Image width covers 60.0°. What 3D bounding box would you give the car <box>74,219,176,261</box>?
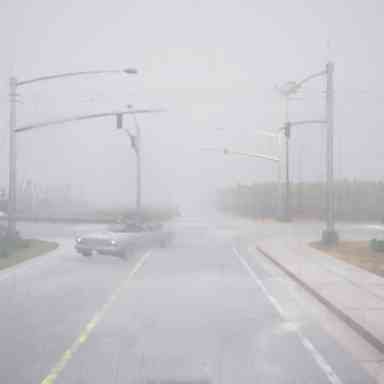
[{"bbox_3d":[-2.431,1.776,13.284,1.895,1.301,4.718,0,-1,23],"label":"car"}]

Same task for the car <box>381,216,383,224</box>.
[{"bbox_3d":[16.530,1.914,24.838,4.181,1.385,1.994,0,-1,-2],"label":"car"}]
